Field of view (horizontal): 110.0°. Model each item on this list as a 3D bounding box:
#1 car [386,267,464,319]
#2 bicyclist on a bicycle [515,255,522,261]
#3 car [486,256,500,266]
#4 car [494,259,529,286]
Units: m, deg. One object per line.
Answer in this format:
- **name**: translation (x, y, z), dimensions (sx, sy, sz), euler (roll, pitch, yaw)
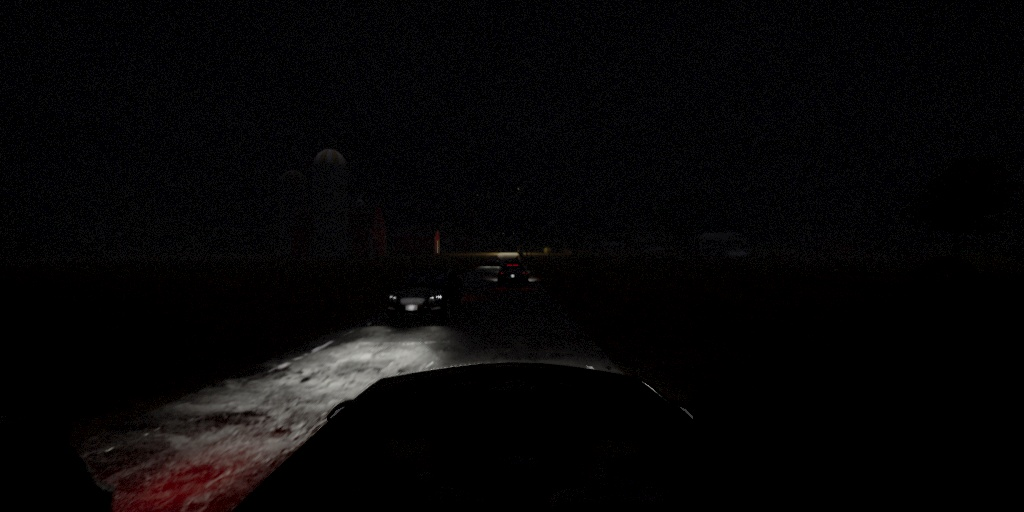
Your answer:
- **car**: translation (-2.834, 1.175, 12.553), dimensions (2.128, 1.511, 4.902), euler (0, 1, 0)
- **bicyclist on a bicycle**: translation (0.771, 0.817, 43.183), dimensions (0.866, 1.612, 1.509), euler (0, 1, 0)
- **car**: translation (-2.787, 0.682, 53.483), dimensions (1.882, 1.535, 5.008), euler (0, 1, 1)
- **car**: translation (0.076, 1.143, 23.684), dimensions (1.994, 1.385, 4.181), euler (0, 1, 1)
